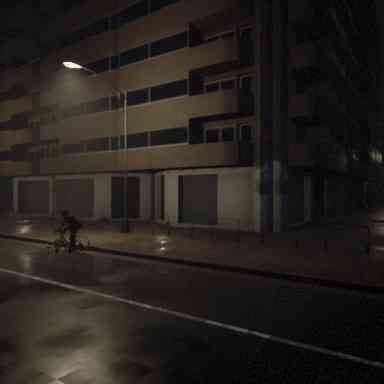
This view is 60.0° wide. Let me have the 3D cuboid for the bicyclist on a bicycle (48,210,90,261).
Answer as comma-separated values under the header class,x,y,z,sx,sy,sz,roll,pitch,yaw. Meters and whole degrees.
class,x,y,z,sx,sy,sz,roll,pitch,yaw
bicyclist on a bicycle,-4.118,1.423,11.196,0.582,1.620,1.656,0,1,34
